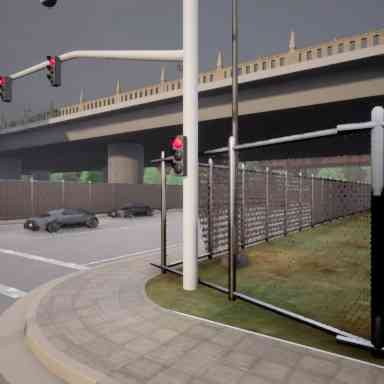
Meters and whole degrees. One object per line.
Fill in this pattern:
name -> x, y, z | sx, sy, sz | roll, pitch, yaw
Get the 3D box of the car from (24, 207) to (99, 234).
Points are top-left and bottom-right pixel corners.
car -> -7.673, 1.619, 19.827 | 1.994, 1.385, 4.181 | 0, 0, 35

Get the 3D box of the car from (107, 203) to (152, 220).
car -> -5.341, 1.618, 29.182 | 1.994, 1.385, 4.181 | 0, 0, 35
